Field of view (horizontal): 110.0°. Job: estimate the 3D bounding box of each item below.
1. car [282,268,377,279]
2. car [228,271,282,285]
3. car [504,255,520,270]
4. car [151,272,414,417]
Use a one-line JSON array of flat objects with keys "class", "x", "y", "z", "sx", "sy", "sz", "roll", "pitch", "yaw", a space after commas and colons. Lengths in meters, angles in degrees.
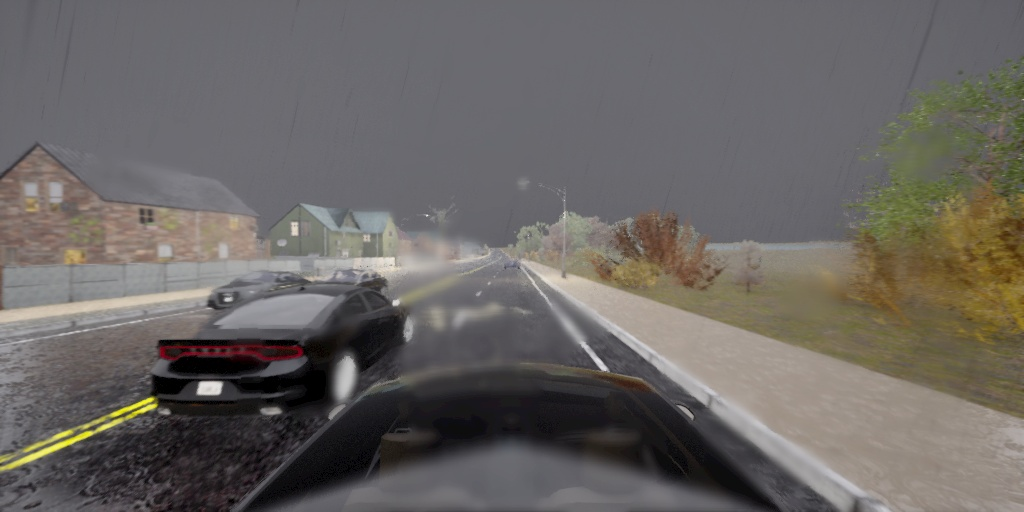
[{"class": "car", "x": -6.502, "y": 1.263, "z": 14.379, "sx": 2.128, "sy": 1.511, "sz": 4.902, "roll": 0, "pitch": 0, "yaw": 0}, {"class": "car", "x": -9.753, "y": 1.311, "z": 14.344, "sx": 1.994, "sy": 1.385, "sz": 4.181, "roll": 0, "pitch": 0, "yaw": 0}, {"class": "car", "x": -0.008, "y": 0.927, "z": 49.420, "sx": 2.097, "sy": 1.767, "sz": 4.553, "roll": 0, "pitch": 0, "yaw": 0}, {"class": "car", "x": -3.151, "y": 1.223, "z": 6.216, "sx": 1.882, "sy": 1.535, "sz": 5.008, "roll": 0, "pitch": 0, "yaw": 0}]
